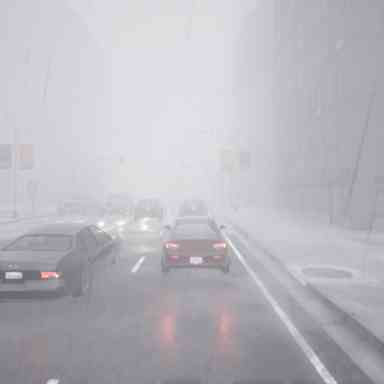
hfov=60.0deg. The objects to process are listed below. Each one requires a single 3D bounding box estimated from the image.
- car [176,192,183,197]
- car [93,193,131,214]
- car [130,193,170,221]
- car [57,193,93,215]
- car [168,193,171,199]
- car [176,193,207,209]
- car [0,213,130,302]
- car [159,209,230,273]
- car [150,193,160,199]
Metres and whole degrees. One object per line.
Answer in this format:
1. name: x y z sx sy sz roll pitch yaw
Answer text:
1. car: -3.242 0.953 87.436 1.994 1.385 4.181 0 0 0
2. car: -6.560 1.066 29.146 2.150 2.045 5.566 0 0 0
3. car: -3.148 1.213 25.838 2.097 1.767 4.553 0 0 0
4. car: -9.810 1.066 29.147 2.150 2.045 5.566 0 0 1
5. car: -6.492 0.980 88.493 1.812 1.442 4.674 0 0 0
6. car: 0.102 1.213 25.881 2.097 1.767 4.553 0 0 0
7. car: -3.152 1.504 8.379 2.033 1.411 5.357 0 0 0
8. car: 0.100 1.473 10.336 1.812 1.442 4.674 0 0 0
9. car: -9.742 0.981 88.494 2.128 1.511 4.902 0 0 0
